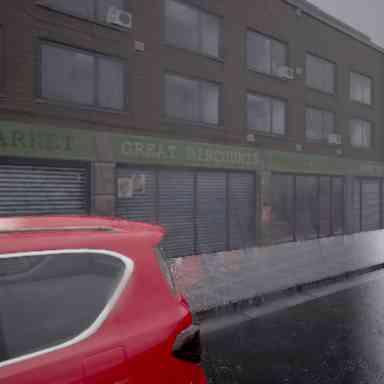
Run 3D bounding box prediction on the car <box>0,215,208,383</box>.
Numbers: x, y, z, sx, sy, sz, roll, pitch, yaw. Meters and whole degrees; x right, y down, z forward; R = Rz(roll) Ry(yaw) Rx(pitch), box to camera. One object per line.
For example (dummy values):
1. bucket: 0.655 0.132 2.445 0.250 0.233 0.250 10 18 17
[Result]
1. car: -2.478 1.221 1.596 5.566 2.045 2.150 0 0 -36
